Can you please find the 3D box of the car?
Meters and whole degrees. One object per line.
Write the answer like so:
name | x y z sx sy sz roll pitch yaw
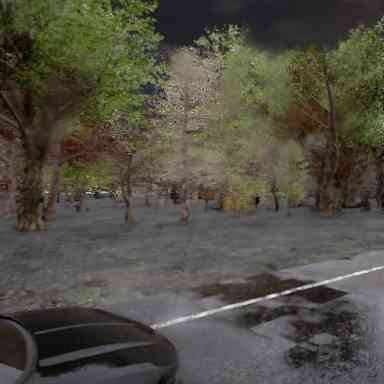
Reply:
car | -2.366 1.474 2.057 5.008 1.535 1.882 1 0 -35
